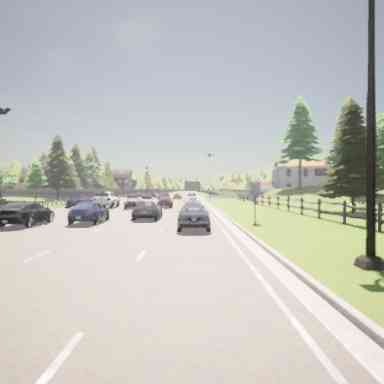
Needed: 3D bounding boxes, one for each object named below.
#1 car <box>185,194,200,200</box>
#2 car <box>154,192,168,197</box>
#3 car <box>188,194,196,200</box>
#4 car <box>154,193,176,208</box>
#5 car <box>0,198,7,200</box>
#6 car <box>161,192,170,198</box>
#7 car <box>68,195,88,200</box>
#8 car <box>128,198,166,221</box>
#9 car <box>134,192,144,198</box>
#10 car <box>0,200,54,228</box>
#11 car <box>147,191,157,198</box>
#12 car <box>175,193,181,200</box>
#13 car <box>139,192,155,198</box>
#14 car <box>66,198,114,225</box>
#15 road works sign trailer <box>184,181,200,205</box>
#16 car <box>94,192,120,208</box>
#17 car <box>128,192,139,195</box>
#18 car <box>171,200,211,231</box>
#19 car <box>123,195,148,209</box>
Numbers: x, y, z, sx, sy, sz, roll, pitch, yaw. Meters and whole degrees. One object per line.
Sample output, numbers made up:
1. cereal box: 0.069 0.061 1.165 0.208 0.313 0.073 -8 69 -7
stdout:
1. car: 0.099 1.268 42.730 1.812 1.442 4.674 0 0 0
2. car: -6.978 1.079 77.297 1.994 1.385 4.181 0 0 0
3. car: 0.022 1.076 78.128 1.994 1.385 4.181 0 0 0
4. car: -3.401 1.268 42.682 1.812 1.442 4.674 0 0 0
5. car: -13.891 1.209 23.568 2.097 1.767 4.553 0 0 0
6. car: -6.976 0.806 87.299 1.837 1.490 4.892 0 0 0
7. car: -13.887 1.102 41.361 2.097 1.767 4.553 0 0 0
8. car: -3.392 1.409 25.649 1.994 1.385 4.181 0 0 0
9. car: -13.976 0.831 87.301 1.812 1.442 4.674 0 0 0
10. car: -10.394 1.378 20.958 1.837 1.490 4.892 0 0 0
11. car: -10.476 0.662 87.269 2.097 1.767 4.553 0 0 0
12. car: -3.478 1.003 77.712 1.882 1.535 5.008 0 0 0
13. car: -10.478 1.078 77.265 1.994 1.385 4.181 0 0 0
14. car: -6.908 1.389 22.494 1.812 1.442 4.674 0 0 0
15. road works sign trailer: 0.014 0.161 50.244 2.380 3.560 2.880 0 0 0
16. car: -10.387 0.975 40.849 2.150 2.045 5.566 0 0 0
17. car: -13.978 1.051 77.299 1.812 1.442 4.674 0 0 0
18. car: 0.105 1.429 19.478 2.033 1.411 5.357 0 0 0
19. car: -6.889 1.358 40.148 1.895 1.301 4.718 0 0 0
